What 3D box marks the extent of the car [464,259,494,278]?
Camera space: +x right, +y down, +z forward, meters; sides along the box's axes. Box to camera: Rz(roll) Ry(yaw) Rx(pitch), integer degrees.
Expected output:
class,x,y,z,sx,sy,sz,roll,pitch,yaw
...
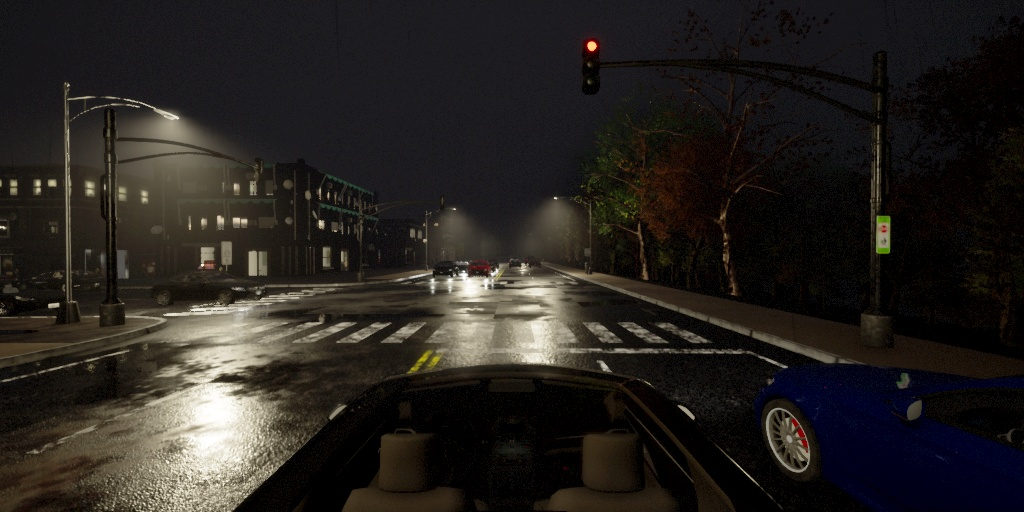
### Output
class,x,y,z,sx,sy,sz,roll,pitch,yaw
car,-3.083,1.217,34.625,1.882,1.535,5.008,0,0,1

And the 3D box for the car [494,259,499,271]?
class,x,y,z,sx,sy,sz,roll,pitch,yaw
car,-3.006,1.261,44.686,1.812,1.442,4.674,0,0,1

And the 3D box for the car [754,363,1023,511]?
class,x,y,z,sx,sy,sz,roll,pitch,yaw
car,3.355,1.276,1.682,1.812,1.442,4.674,0,0,1

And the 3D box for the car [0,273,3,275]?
class,x,y,z,sx,sy,sz,roll,pitch,yaw
car,-26.664,1.557,16.630,4.892,1.490,1.837,-1,1,1

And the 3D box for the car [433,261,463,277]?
class,x,y,z,sx,sy,sz,roll,pitch,yaw
car,-6.340,1.217,34.782,1.882,1.535,5.008,0,0,1

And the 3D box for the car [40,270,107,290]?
class,x,y,z,sx,sy,sz,roll,pitch,yaw
car,-28.124,1.560,22.439,4.403,1.370,2.007,0,0,1

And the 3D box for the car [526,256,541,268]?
class,x,y,z,sx,sy,sz,roll,pitch,yaw
car,3.803,1.206,60.700,1.882,1.535,5.008,0,-1,1

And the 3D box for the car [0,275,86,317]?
class,x,y,z,sx,sy,sz,roll,pitch,yaw
car,-19.857,1.565,13.863,4.313,1.339,1.948,0,0,1

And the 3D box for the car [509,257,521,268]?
class,x,y,z,sx,sy,sz,roll,pitch,yaw
car,0.557,1.291,61.068,1.994,1.385,4.181,0,0,0

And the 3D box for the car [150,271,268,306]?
class,x,y,z,sx,sy,sz,roll,pitch,yaw
car,-13.655,1.418,16.201,4.674,1.442,1.812,-1,0,4
